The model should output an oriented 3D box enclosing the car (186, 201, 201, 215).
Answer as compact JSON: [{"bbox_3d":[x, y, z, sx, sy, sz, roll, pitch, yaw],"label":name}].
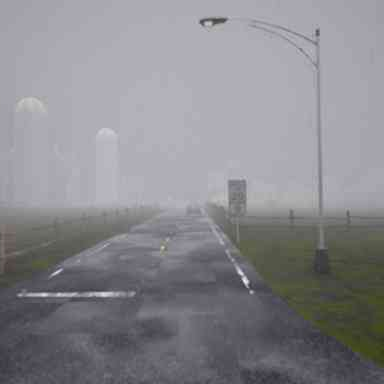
[{"bbox_3d":[0.214,2.147,43.295,2.128,1.511,4.902,-1,-1,0],"label":"car"}]

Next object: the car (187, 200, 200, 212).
[{"bbox_3d":[0.266,2.175,53.688,2.097,1.767,4.553,-1,-1,0],"label":"car"}]
